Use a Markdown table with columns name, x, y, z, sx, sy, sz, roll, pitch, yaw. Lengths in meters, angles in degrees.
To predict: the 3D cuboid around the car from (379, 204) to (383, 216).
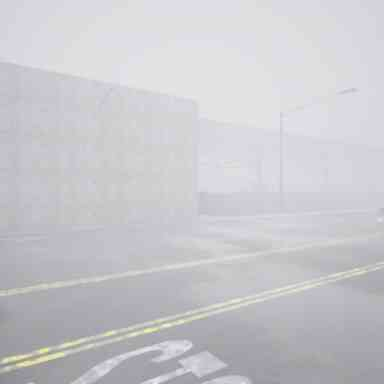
| name | x | y | z | sx | sy | sz | roll | pitch | yaw |
| --- | --- | --- | --- | --- | --- | --- | --- | --- | --- |
| car | 19.101 | 1.310 | 30.516 | 4.553 | 1.767 | 2.097 | 0 | 0 | -35 |
